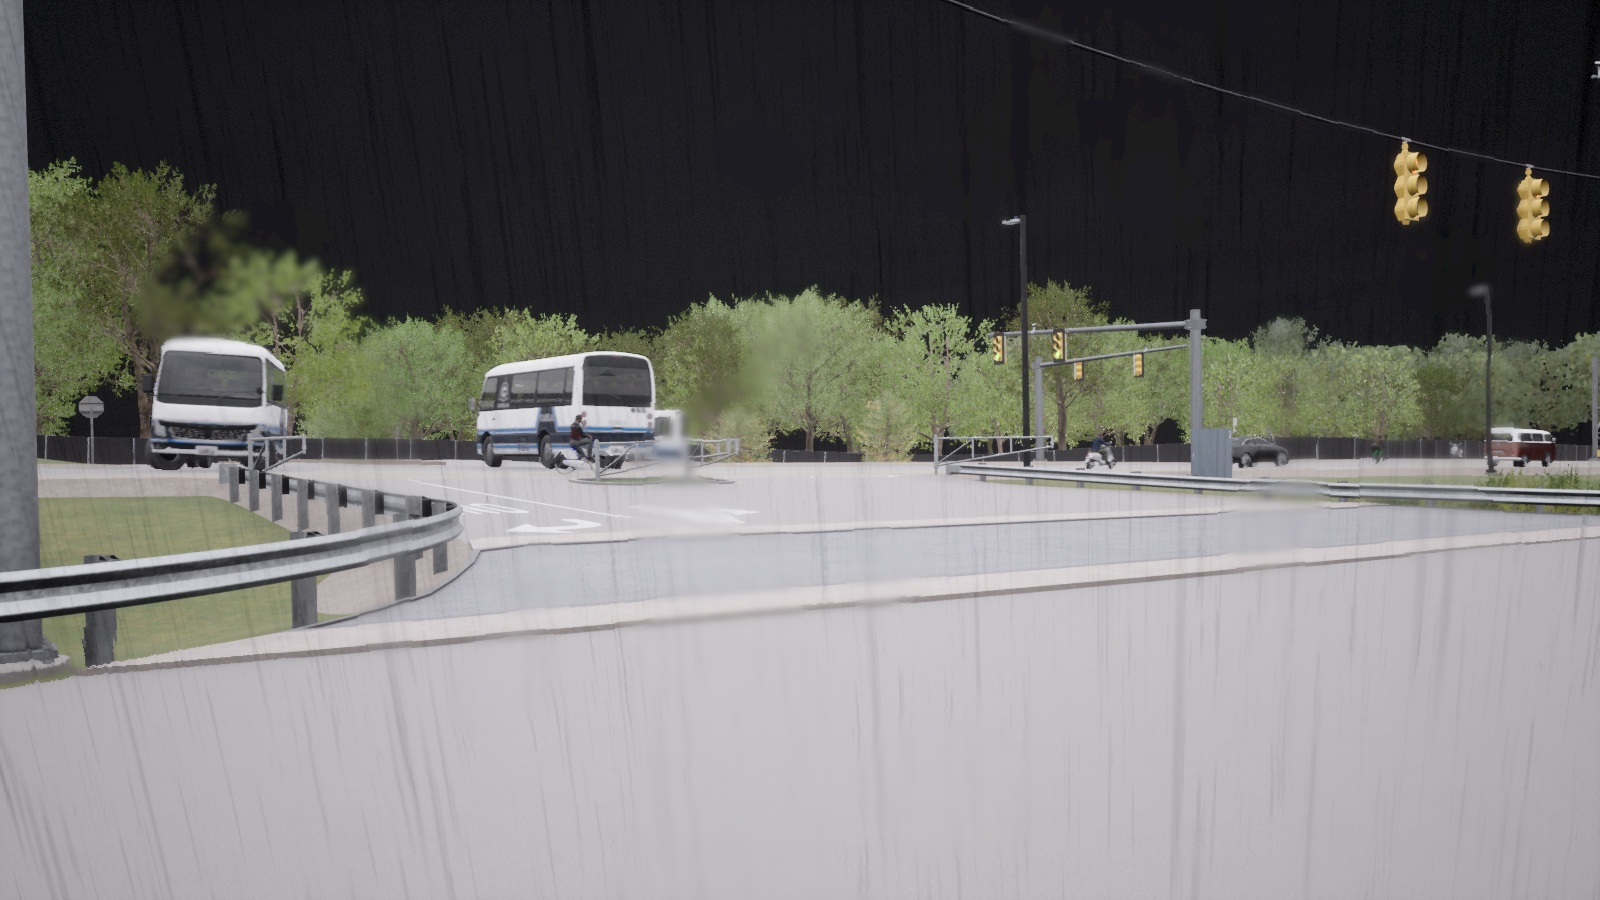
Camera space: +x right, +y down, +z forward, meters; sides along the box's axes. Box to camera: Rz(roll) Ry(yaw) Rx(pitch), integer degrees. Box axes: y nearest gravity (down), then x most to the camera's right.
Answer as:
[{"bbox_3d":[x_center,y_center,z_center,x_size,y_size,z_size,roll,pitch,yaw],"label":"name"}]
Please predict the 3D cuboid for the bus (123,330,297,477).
[{"bbox_3d":[-19.784,-1.380,42.929,3.944,4.253,10.273,2,-1,-18],"label":"bus"}]

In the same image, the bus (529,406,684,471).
[{"bbox_3d":[-13.921,-0.795,90.861,10.273,4.253,3.944,2,-2,7],"label":"bus"}]

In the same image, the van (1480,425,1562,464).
[{"bbox_3d":[38.651,-0.269,67.283,4.480,2.038,2.069,0,0,-34],"label":"van"}]

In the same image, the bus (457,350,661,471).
[{"bbox_3d":[-9.717,-1.362,49.313,3.944,4.253,10.273,0,0,-35],"label":"bus"}]

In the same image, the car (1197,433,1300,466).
[{"bbox_3d":[21.380,-0.013,59.833,4.902,1.511,2.128,0,0,-34],"label":"car"}]

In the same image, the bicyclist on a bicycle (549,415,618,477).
[{"bbox_3d":[-6.346,-0.126,36.852,1.843,1.776,0.659,0,2,-34],"label":"bicyclist on a bicycle"}]

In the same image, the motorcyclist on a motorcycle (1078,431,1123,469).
[{"bbox_3d":[12.972,-0.009,54.151,1.817,1.590,0.866,0,0,-34],"label":"motorcyclist on a motorcycle"}]
